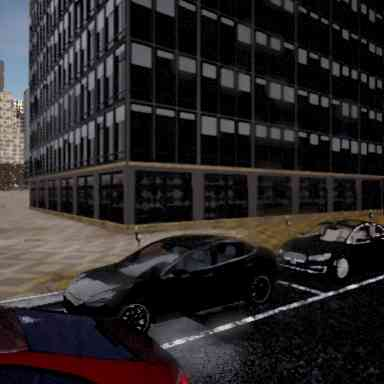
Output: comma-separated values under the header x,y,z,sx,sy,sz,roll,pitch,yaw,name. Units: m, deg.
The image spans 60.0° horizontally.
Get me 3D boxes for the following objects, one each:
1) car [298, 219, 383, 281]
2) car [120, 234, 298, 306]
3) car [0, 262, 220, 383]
x,y,z,sx,sy,sz,roll,pitch,yaw,name
4.337,1.511,9.647,4.403,1.369,2.008,0,0,-35,car
-0.173,1.551,6.432,4.313,1.339,1.947,0,0,-35,car
-2.000,1.567,1.950,4.181,1.385,1.994,0,0,-35,car
